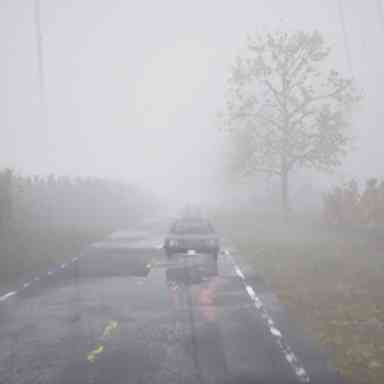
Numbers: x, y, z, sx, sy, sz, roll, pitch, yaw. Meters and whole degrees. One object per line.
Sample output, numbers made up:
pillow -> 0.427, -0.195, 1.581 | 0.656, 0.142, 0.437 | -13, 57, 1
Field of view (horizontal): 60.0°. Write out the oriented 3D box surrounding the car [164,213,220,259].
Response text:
car -> 0.011, 1.733, 13.231 | 1.895, 1.301, 4.718 | 0, -1, 0

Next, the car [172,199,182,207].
car -> -2.794, 2.121, 64.580 | 1.994, 1.385, 4.181 | 0, 0, 1

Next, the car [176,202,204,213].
car -> -0.001, 1.809, 27.502 | 2.033, 1.411, 5.357 | 0, 0, 0
